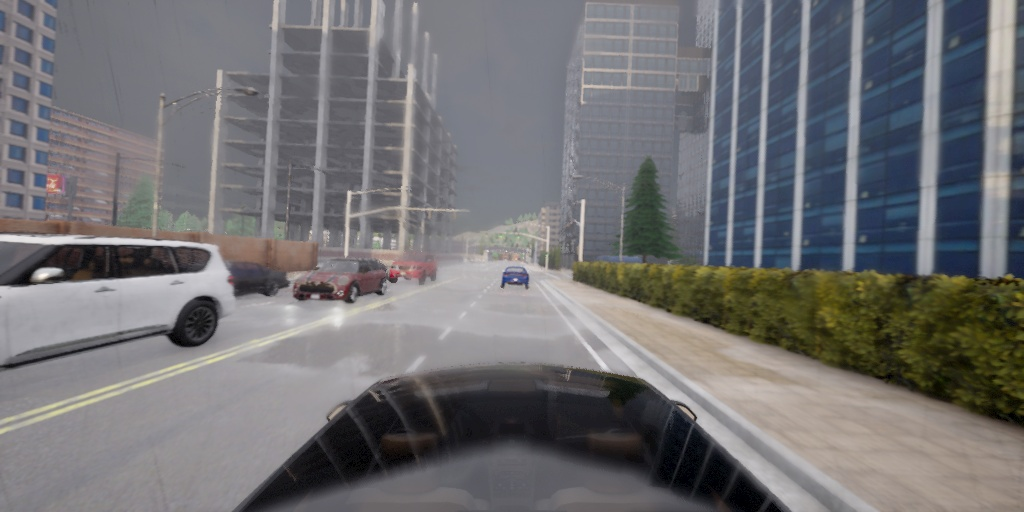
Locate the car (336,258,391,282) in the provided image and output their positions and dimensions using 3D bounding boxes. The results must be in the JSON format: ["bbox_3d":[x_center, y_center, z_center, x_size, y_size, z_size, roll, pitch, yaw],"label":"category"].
[{"bbox_3d":[-10.236,0.896,25.191,1.812,1.442,4.674,3,0,1],"label":"car"}]

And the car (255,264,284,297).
[{"bbox_3d":[-10.461,0.887,13.040,2.033,1.411,5.357,3,-1,1],"label":"car"}]

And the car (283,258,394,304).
[{"bbox_3d":[-6.927,0.878,14.979,2.097,1.767,4.553,3,-1,1],"label":"car"}]

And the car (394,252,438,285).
[{"bbox_3d":[-6.725,0.756,25.125,2.150,2.045,5.566,3,0,1],"label":"car"}]

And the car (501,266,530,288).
[{"bbox_3d":[0.259,1.495,26.281,1.882,1.535,5.008,3,-2,1],"label":"car"}]

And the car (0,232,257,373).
[{"bbox_3d":[-7.039,0.661,5.407,2.150,2.045,5.566,3,0,1],"label":"car"}]
